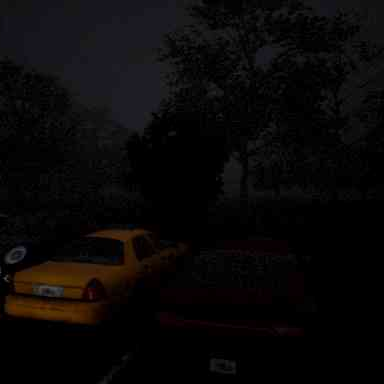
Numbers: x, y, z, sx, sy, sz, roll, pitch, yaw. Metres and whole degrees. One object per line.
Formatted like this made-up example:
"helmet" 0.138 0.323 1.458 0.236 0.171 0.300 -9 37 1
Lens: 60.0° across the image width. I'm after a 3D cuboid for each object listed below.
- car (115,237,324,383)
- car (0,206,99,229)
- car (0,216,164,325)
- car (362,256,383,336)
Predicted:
"car" 0.930 1.471 5.433 2.097 1.535 5.008 0 -1 15
"car" -3.913 1.305 8.880 2.185 1.767 4.553 1 0 15
"car" -1.446 1.449 7.330 1.946 1.575 5.366 0 0 15
"car" 3.367 1.491 3.721 2.097 1.535 5.008 1 0 15
